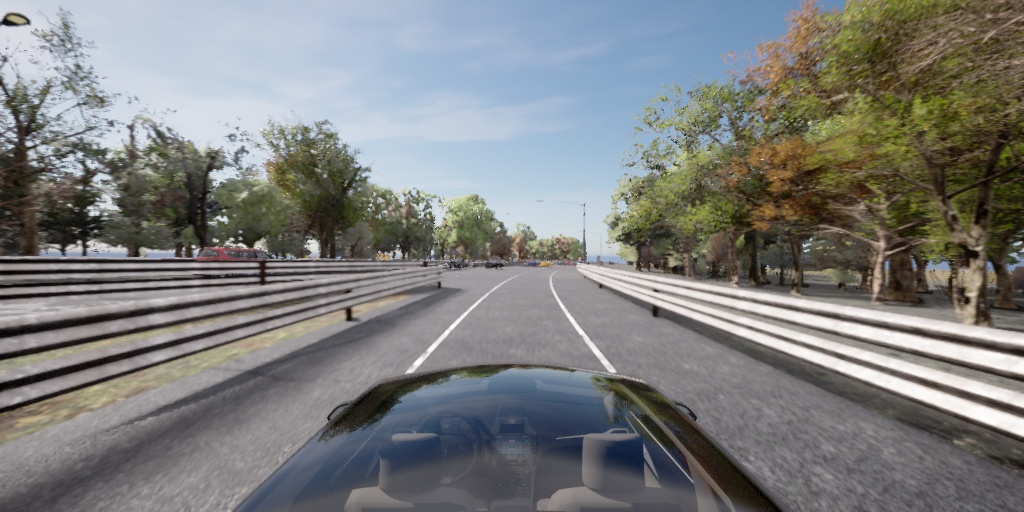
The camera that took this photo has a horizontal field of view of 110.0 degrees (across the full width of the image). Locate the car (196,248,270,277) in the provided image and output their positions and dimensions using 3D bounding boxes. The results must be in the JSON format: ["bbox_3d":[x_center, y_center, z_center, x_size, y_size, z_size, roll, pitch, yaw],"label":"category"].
[{"bbox_3d":[-17.653,0.537,23.935,2.150,2.045,5.566,0,-1,18],"label":"car"}]

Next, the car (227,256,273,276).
[{"bbox_3d":[-14.364,0.890,22.736,2.033,1.411,5.357,0,-1,18],"label":"car"}]

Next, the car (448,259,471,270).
[{"bbox_3d":[-7.832,1.276,53.989,1.837,1.490,4.892,0,-1,18],"label":"car"}]

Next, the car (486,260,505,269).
[{"bbox_3d":[-2.656,1.367,58.601,1.882,1.535,5.008,1,-1,18],"label":"car"}]

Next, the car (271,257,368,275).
[{"bbox_3d":[-11.052,0.915,21.600,2.033,1.411,5.357,0,-1,18],"label":"car"}]
